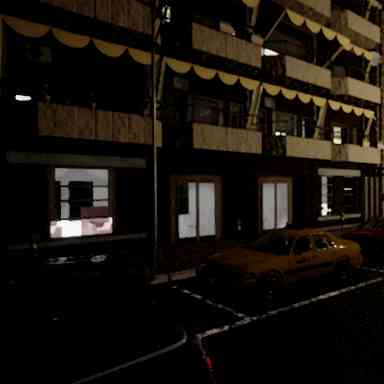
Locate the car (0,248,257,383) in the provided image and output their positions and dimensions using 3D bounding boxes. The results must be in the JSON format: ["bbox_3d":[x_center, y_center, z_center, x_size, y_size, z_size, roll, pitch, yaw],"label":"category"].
[{"bbox_3d":[-2.010,1.354,1.951,4.553,1.767,2.097,0,0,-35],"label":"car"}]

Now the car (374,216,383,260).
[{"bbox_3d":[6.968,1.508,11.498,4.507,1.381,1.887,0,0,-35],"label":"car"}]

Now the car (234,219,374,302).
[{"bbox_3d":[2.322,1.505,8.203,4.829,1.417,1.752,0,0,-35],"label":"car"}]
